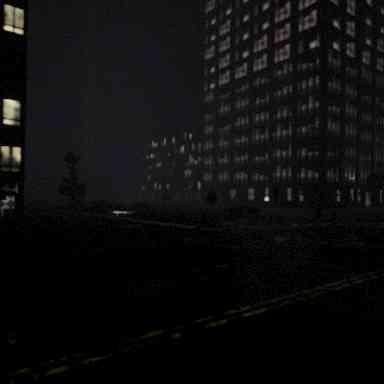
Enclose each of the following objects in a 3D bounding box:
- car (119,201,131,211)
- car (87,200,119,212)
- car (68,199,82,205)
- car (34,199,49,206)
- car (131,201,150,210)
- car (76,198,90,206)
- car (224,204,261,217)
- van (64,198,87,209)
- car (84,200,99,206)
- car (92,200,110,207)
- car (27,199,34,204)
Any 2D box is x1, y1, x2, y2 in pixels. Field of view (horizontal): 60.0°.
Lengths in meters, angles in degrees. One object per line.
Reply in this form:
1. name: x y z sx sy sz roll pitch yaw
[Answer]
1. car: -10.660 1.980 46.507 1.994 1.385 4.181 1 -1 -36
2. car: -11.659 1.789 43.451 1.967 1.590 4.097 1 -1 -36
3. car: -28.213 2.457 80.264 1.947 1.339 4.313 1 -1 -36
4. car: -31.645 2.260 70.765 1.802 1.307 4.206 1 -1 -36
5. car: -8.222 2.129 52.942 1.947 1.339 4.313 1 -1 -36
6. car: -24.881 2.277 75.712 1.967 1.590 4.097 1 -1 -36
7. car: 5.208 1.893 34.805 2.008 1.369 4.403 1 -1 -36
8. van: -18.322 1.800 52.557 1.690 1.788 3.998 1 -1 -36
9. car: -21.550 2.365 71.156 1.802 1.307 4.206 1 -1 -36
10. car: -18.218 2.294 66.603 1.947 1.339 4.313 1 -1 -36
11. car: -38.307 2.353 79.869 1.947 1.339 4.313 1 -1 -36
